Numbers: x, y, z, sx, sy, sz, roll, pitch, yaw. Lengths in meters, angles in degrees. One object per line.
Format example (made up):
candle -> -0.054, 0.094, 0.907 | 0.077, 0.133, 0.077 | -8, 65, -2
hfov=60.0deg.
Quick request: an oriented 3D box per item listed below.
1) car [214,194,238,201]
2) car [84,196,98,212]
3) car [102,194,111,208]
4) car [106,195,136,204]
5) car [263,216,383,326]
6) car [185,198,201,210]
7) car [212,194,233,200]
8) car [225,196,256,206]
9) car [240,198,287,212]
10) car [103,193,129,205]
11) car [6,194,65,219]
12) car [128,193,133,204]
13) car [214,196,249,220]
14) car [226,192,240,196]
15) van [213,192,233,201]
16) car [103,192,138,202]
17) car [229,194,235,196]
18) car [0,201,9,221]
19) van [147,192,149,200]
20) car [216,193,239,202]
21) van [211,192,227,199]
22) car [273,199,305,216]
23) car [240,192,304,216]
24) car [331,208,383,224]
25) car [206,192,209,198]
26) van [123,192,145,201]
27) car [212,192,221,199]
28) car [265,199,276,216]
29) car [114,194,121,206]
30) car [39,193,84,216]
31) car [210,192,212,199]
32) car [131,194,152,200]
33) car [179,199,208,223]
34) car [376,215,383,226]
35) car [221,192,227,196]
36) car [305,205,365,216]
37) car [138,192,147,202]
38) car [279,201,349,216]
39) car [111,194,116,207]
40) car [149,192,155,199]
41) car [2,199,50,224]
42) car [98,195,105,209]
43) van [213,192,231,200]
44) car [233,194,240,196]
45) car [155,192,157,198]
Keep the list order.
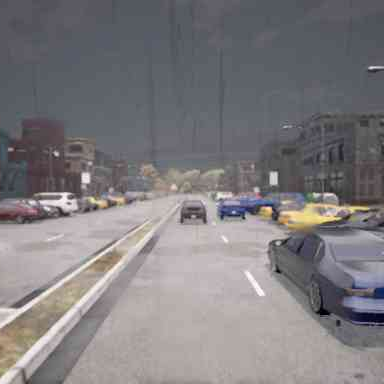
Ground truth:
car -> 7.562, 1.302, 74.486 | 5.008, 1.535, 2.097 | 0, 0, 0
car -> -12.644, 1.373, 34.121 | 4.792, 1.488, 2.163 | 0, 0, 0
car -> -12.845, 1.331, 39.679 | 5.366, 1.575, 1.946 | 0, 0, 0
car -> -12.620, 1.332, 59.127 | 4.792, 1.488, 2.163 | 0, 0, 0
car -> 3.103, 1.503, 7.337 | 2.033, 1.411, 5.357 | 0, 0, 0
car -> 0.075, 1.466, 41.728 | 1.895, 1.301, 4.718 | 0, 0, 0
car -> 7.560, 1.275, 82.884 | 5.008, 1.535, 2.097 | 0, 0, 0
car -> 7.602, 1.383, 52.547 | 4.674, 1.452, 2.002 | 0, 0, 0
car -> 7.627, 1.387, 36.001 | 4.674, 1.452, 2.002 | 0, 0, 0
car -> -12.649, 1.317, 50.788 | 5.008, 1.535, 2.097 | 0, 0, 0
car -> -12.725, 1.240, 25.748 | 4.553, 1.767, 2.185 | 0, 0, 0
car -> -12.639, 1.314, 53.567 | 4.892, 1.521, 2.231 | 0, 0, 0
car -> 3.097, 1.358, 27.086 | 1.882, 1.535, 5.008 | 0, 0, 0
car -> 7.577, 1.220, 47.031 | 4.553, 1.767, 2.185 | 0, 0, 0
van -> 7.442, 1.058, 80.125 | 4.442, 1.987, 1.878 | 0, 0, 0
car -> -12.619, 1.056, 56.346 | 5.566, 2.045, 2.435 | 0, 0, 0
car -> 7.609, 1.385, 44.404 | 4.674, 1.452, 2.002 | 0, 0, 0
car -> -12.720, 1.396, 17.322 | 4.892, 1.521, 2.231 | 0, 0, 0
van -> -12.778, 1.038, 75.803 | 4.442, 1.987, 1.878 | 0, 0, 0
car -> 7.602, 1.185, 71.728 | 4.553, 1.767, 2.185 | 0, 0, 0
van -> 7.655, 1.016, 93.914 | 4.442, 1.987, 1.878 | 0, 0, 0
car -> 7.834, 1.378, 19.460 | 5.366, 1.575, 1.946 | 0, 0, 0
car -> 7.604, 1.102, 30.486 | 5.566, 2.045, 2.435 | 0, 0, 0
car -> 7.616, 1.445, 11.184 | 4.792, 1.488, 2.163 | 0, 0, 0
car -> 7.357, 1.246, 91.156 | 5.366, 1.575, 1.946 | 0, 0, 0
van -> -12.776, 1.045, 73.024 | 4.442, 1.987, 1.878 | 0, 0, 0
car -> 7.603, 1.067, 69.093 | 5.566, 2.045, 2.435 | 0, 0, 0
car -> 7.674, 1.402, 22.216 | 4.792, 1.488, 2.163 | 0, 0, 0
car -> -12.652, 1.326, 45.112 | 5.008, 1.535, 2.097 | 0, 0, 0
car -> -12.714, 1.105, 28.561 | 5.566, 2.045, 2.435 | 0, 0, 0
car -> 7.591, 1.042, 77.368 | 5.566, 2.045, 2.435 | 0, 0, 0
car -> -12.662, 1.240, 84.142 | 5.008, 1.535, 2.097 | 0, 0, 0
car -> 0.100, 1.390, 24.635 | 1.837, 1.490, 4.892 | 0, 0, 0
car -> 7.642, 1.470, 8.462 | 4.674, 1.452, 2.002 | 0, 0, 0
car -> 7.575, 1.093, 49.789 | 5.566, 2.045, 2.435 | 0, 0, 0
car -> 7.618, 1.433, 13.939 | 4.792, 1.488, 2.163 | 0, 0, 0
car -> -12.651, 1.279, 70.245 | 4.892, 1.521, 2.231 | 0, 0, 0
car -> 7.463, 1.389, 16.697 | 5.366, 1.575, 1.946 | 0, 0, 0
car -> -12.682, 1.359, 42.457 | 4.792, 1.488, 2.163 | 0, 0, 0
car -> -12.480, 1.246, 81.363 | 5.366, 1.575, 1.946 | 0, 0, 0
car -> -12.697, 1.414, 22.879 | 4.674, 1.452, 2.002 | 0, 0, 0
car -> -12.637, 1.368, 36.899 | 4.792, 1.488, 2.163 | 0, 0, 0
van -> 7.667, 1.039, 85.641 | 4.442, 1.987, 1.878 | 0, 0, 0
car -> 7.615, 1.346, 38.759 | 5.008, 1.535, 2.097 | 0, 0, 0
car -> -12.667, 1.226, 89.702 | 5.008, 1.535, 2.097 | 0, 0, 0
